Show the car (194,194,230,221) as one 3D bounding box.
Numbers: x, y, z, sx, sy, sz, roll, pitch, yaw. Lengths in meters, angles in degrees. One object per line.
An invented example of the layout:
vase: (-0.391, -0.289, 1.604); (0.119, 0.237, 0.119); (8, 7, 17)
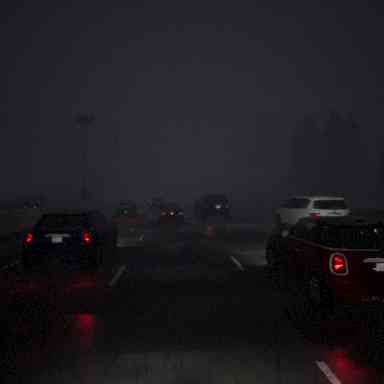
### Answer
car: (1.574, 1.212, 27.479); (2.150, 2.045, 5.566); (0, 0, -8)

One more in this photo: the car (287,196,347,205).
car: (6.202, 1.209, 17.659); (2.150, 2.045, 5.566); (0, 0, -5)

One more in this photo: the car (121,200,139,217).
car: (-6.072, 1.492, 31.161); (2.128, 1.511, 4.902); (0, 0, -9)

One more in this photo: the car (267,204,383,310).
car: (3.314, 1.345, 7.990); (2.097, 1.767, 4.553); (0, 0, -2)

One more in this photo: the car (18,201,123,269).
car: (-3.875, 1.354, 11.386); (2.097, 1.767, 4.553); (0, 0, -3)

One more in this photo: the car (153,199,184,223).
car: (-1.713, 1.543, 25.659); (2.033, 1.411, 5.357); (0, 0, -7)

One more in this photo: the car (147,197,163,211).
car: (-4.521, 1.348, 41.852); (2.097, 1.767, 4.553); (0, 0, -12)
